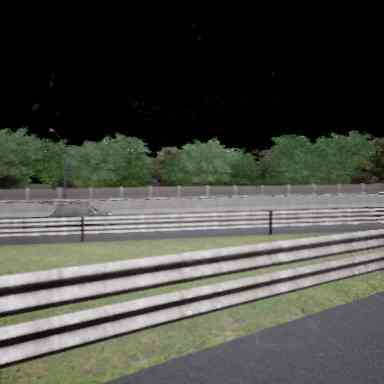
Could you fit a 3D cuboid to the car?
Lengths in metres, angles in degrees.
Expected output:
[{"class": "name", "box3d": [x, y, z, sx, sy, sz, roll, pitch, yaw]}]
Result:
[{"class": "car", "box3d": [-7.249, 1.585, 22.415, 4.553, 1.767, 2.097, -1, 1, -8]}]
